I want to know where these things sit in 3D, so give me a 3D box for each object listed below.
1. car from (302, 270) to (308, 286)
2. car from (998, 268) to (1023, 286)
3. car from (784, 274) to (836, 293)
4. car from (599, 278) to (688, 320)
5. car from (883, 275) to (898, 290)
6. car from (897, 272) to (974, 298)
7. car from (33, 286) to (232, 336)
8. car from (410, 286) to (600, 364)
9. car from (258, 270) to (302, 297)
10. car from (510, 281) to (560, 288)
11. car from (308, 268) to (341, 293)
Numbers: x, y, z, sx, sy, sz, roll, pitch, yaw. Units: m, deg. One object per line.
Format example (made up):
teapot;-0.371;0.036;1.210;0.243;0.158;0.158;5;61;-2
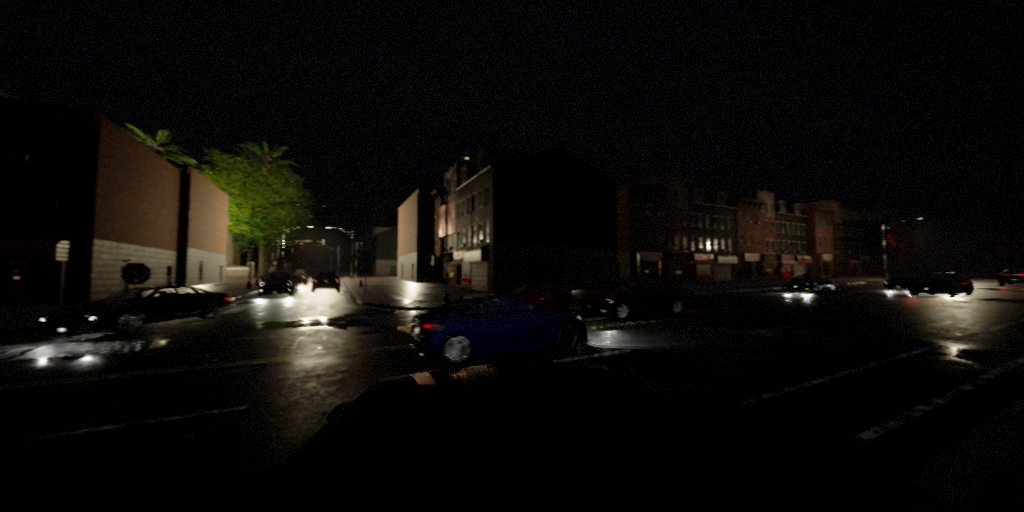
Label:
car;-22.941;2.498;38.331;1.994;1.385;4.181;1;-2;-26
car;44.434;1.809;31.303;4.902;1.511;2.128;0;-3;-27
car;23.237;2.139;28.031;4.181;1.385;1.994;0;-3;-27
car;5.241;1.737;15.287;5.008;1.535;1.882;1;-3;-27
car;32.210;2.000;28.894;5.357;1.411;2.033;0;-3;-26
car;26.634;1.743;22.269;4.902;1.511;2.128;0;-3;-27
car;-12.746;1.782;12.770;2.033;1.411;5.357;-2;-2;-1
car;-0.271;1.588;8.630;4.181;1.385;1.994;1;-3;-27
car;-16.826;1.932;25.998;2.097;1.767;4.553;1;-2;-26
car;0.743;1.915;16.633;4.674;1.442;1.812;0;-3;-27
car;-15.661;2.078;30.304;2.097;1.767;4.553;1;-2;-26
